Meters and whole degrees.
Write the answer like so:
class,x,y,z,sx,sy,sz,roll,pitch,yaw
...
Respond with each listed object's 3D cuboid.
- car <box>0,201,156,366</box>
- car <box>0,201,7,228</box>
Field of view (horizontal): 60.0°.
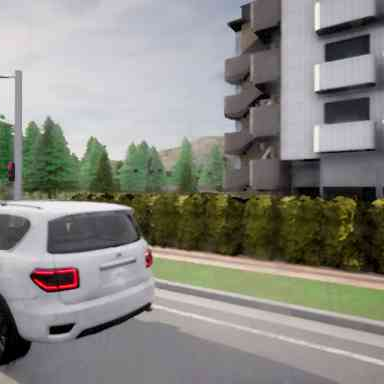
class,x,y,z,sx,sy,sz,roll,pitch,yaw
car,-3.200,1.177,5.963,5.566,2.045,2.150,0,0,34
car,-12.295,1.333,17.467,1.882,1.535,5.008,-2,0,6
